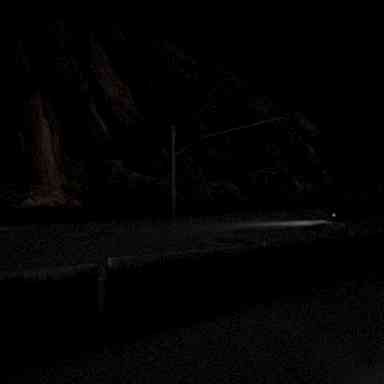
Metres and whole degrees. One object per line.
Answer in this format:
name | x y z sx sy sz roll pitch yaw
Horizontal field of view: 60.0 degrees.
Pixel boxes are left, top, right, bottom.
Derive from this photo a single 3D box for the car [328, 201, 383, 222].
car | 12.749 1.452 25.670 4.902 1.511 2.128 0 -1 -24
